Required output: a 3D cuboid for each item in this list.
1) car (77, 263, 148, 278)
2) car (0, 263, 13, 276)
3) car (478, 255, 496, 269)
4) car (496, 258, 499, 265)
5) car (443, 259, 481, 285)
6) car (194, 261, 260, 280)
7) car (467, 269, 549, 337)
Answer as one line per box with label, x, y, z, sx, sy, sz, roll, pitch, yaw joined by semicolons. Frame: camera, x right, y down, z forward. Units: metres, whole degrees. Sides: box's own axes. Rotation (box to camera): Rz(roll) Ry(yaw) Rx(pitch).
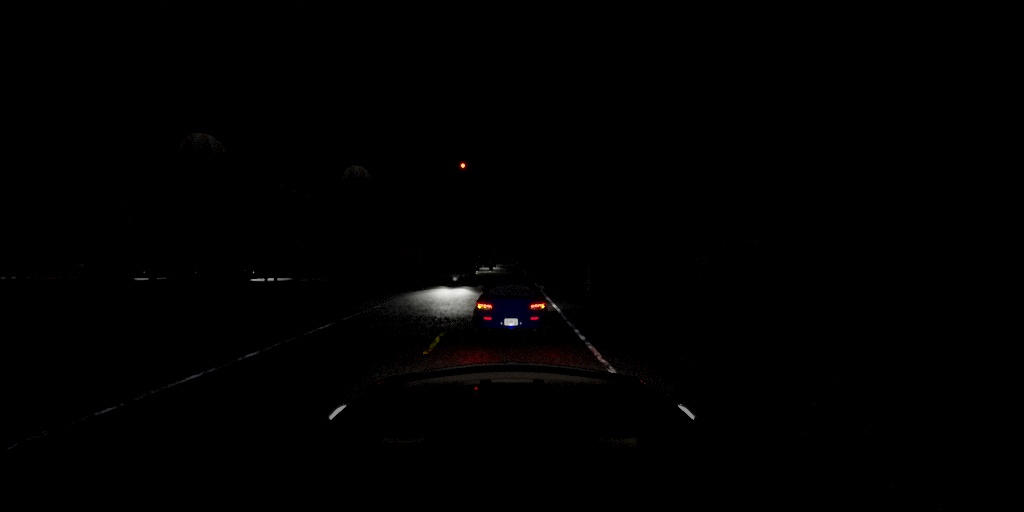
car;-31.359;0.991;28.313;4.674;1.442;1.812;0;0;-1
car;-42.610;0.836;28.214;5.008;1.535;1.882;1;0;-1
car;-3.787;0.926;49.823;2.150;2.045;5.566;0;0;0
car;-3.809;1.284;62.101;1.895;1.301;4.718;0;0;0
car;-3.686;1.214;25.611;2.128;1.511;4.902;0;0;0
car;-22.454;1.113;28.395;4.181;1.385;1.994;1;0;0
car;-0.029;1.272;10.129;1.812;1.442;4.674;0;0;0
